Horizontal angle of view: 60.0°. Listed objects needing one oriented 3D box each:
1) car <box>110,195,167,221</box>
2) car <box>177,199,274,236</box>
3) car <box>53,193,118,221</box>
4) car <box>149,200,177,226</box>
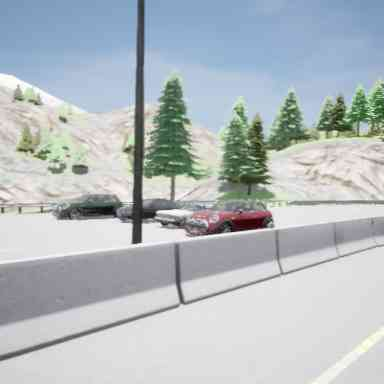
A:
[{"bbox_3d":[-2.537,1.140,21.283,4.674,1.442,1.812,0,1,-40],"label":"car"},{"bbox_3d":[1.861,1.139,15.820,4.553,1.767,2.097,0,1,-40],"label":"car"},{"bbox_3d":[-6.799,0.866,22.223,4.553,1.767,2.097,0,1,-40],"label":"car"},{"bbox_3d":[0.226,1.305,19.072,4.718,1.301,1.895,0,1,-40],"label":"car"}]
